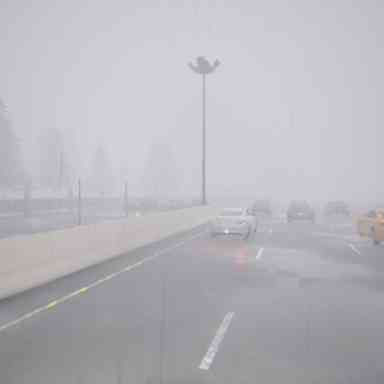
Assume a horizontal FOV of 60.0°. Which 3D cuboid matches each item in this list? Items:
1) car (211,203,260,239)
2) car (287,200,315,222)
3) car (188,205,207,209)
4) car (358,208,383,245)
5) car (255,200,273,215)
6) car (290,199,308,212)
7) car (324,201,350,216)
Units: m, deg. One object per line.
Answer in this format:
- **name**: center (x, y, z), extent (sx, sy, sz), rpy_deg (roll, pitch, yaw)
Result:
- **car**: center (2.228, 1.520, 17.169), extent (1.812, 1.442, 4.674), rpy_deg (0, 0, 16)
- **car**: center (8.508, 1.557, 26.129), extent (1.994, 1.385, 4.181), rpy_deg (0, 0, 16)
- **car**: center (0.638, 1.478, 36.926), extent (2.128, 1.511, 4.902), rpy_deg (0, 0, 18)
- **car**: center (8.931, 1.474, 15.148), extent (1.882, 1.535, 5.008), rpy_deg (0, 0, 16)
- **car**: center (7.224, 1.536, 34.101), extent (2.033, 1.411, 5.357), rpy_deg (0, 0, 17)
- **car**: center (13.094, 1.589, 40.438), extent (1.895, 1.301, 4.718), rpy_deg (0, 0, 20)
- **car**: center (13.935, 1.539, 32.115), extent (2.033, 1.411, 5.357), rpy_deg (0, 0, 17)
